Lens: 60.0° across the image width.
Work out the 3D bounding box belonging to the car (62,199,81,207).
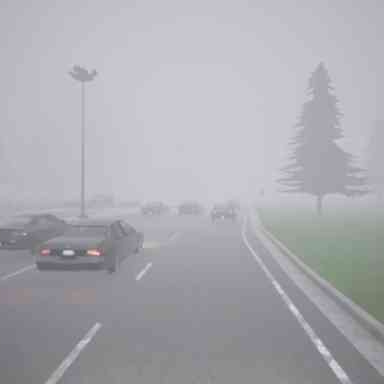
[{"bbox_3d":[-16.451,1.653,47.409,1.895,1.301,4.718,0,0,10],"label":"car"}]

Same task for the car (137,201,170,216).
[{"bbox_3d":[-3.497,1.655,32.869,1.895,1.301,4.718,0,0,9],"label":"car"}]

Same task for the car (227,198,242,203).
[{"bbox_3d":[5.207,1.595,42.443,1.837,1.490,4.892,0,0,10],"label":"car"}]

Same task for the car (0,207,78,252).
[{"bbox_3d":[-6.220,1.537,13.233,1.812,1.442,4.674,0,0,4],"label":"car"}]

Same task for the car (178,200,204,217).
[{"bbox_3d":[-0.041,1.538,32.286,1.882,1.535,5.008,0,0,9],"label":"car"}]

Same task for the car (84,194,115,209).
[{"bbox_3d":[-12.867,1.285,47.582,2.150,2.045,5.566,0,0,10],"label":"car"}]

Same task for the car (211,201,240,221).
[{"bbox_3d":[2.704,1.658,27.450,1.895,1.301,4.718,0,0,9],"label":"car"}]

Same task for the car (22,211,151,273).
[{"bbox_3d":[-2.925,1.561,10.761,2.033,1.411,5.357,0,0,3],"label":"car"}]

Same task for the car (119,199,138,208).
[{"bbox_3d":[-9.076,1.673,49.043,1.895,1.301,4.718,0,0,10],"label":"car"}]
